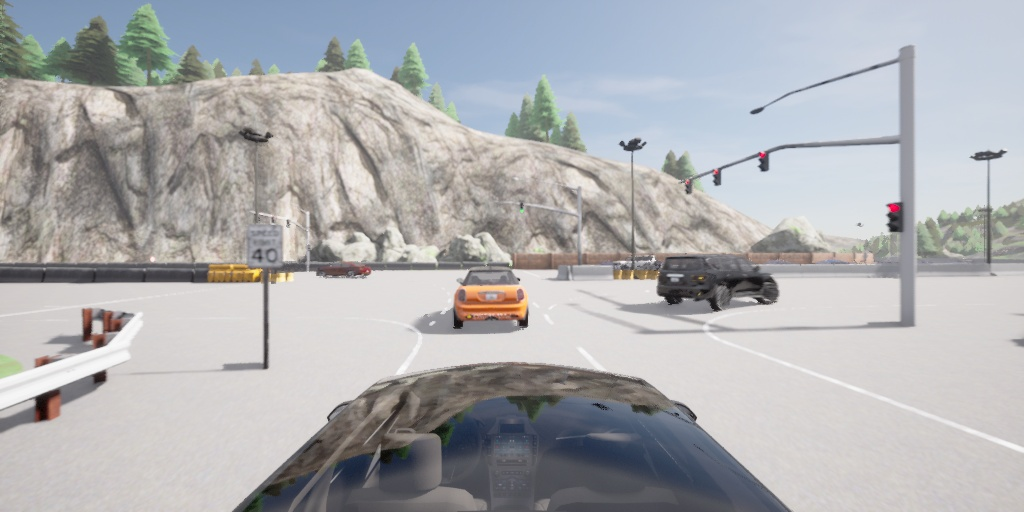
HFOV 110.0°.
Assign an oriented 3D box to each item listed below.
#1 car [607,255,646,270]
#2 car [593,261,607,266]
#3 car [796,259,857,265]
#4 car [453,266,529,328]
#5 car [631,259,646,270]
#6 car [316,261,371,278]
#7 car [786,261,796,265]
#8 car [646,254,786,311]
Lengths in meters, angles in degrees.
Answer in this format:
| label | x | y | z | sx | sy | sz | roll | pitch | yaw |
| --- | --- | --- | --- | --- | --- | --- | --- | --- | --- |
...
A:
| label | x | y | z | sx | sy | sz | roll | pitch | yaw |
| --- | --- | --- | --- | --- | --- | --- | --- | --- | --- |
| car | 15.066 | 0.944 | 44.149 | 5.566 | 2.045 | 2.150 | -1 | 0 | -5 |
| car | 12.522 | 1.300 | 47.418 | 4.181 | 1.385 | 1.994 | 0 | 0 | -5 |
| car | 34.302 | 1.170 | 38.978 | 5.008 | 1.535 | 1.882 | 0 | 0 | -6 |
| car | -0.732 | 1.111 | 11.667 | 2.097 | 1.767 | 4.553 | 0 | 0 | -5 |
| car | 16.298 | 1.293 | 40.749 | 4.181 | 1.385 | 1.994 | 0 | 0 | -5 |
| car | -15.808 | 1.268 | 33.661 | 5.008 | 1.535 | 1.882 | 0 | -1 | 11 |
| car | 33.760 | 1.243 | 45.908 | 5.357 | 1.411 | 2.033 | 0 | 0 | -5 |
| car | 8.336 | 0.960 | 14.505 | 5.566 | 2.045 | 2.150 | 0 | -2 | -29 |
